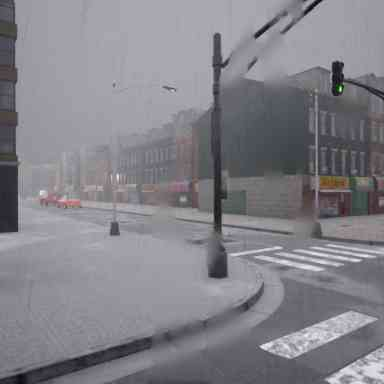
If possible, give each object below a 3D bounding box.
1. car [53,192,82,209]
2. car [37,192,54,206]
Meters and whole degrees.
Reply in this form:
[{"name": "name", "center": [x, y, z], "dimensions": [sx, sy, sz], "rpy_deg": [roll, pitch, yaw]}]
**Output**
[{"name": "car", "center": [-15.893, 1.206, 42.980], "dimensions": [2.097, 1.767, 4.553], "rpy_deg": [0, 0, -36]}, {"name": "car", "center": [-21.632, 1.045, 50.920], "dimensions": [2.150, 2.045, 5.566], "rpy_deg": [0, 0, -36]}]
